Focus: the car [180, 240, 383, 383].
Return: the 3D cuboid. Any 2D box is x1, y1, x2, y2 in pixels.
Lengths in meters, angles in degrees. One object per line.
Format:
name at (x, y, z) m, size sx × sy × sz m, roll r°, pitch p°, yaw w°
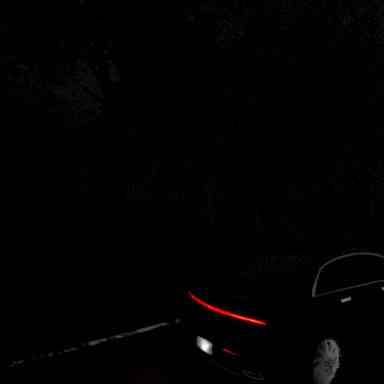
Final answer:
car at (2.115, 1.534, 5.257) m, size 4.892 × 1.490 × 1.837 m, roll 0°, pitch 0°, yaw -35°
